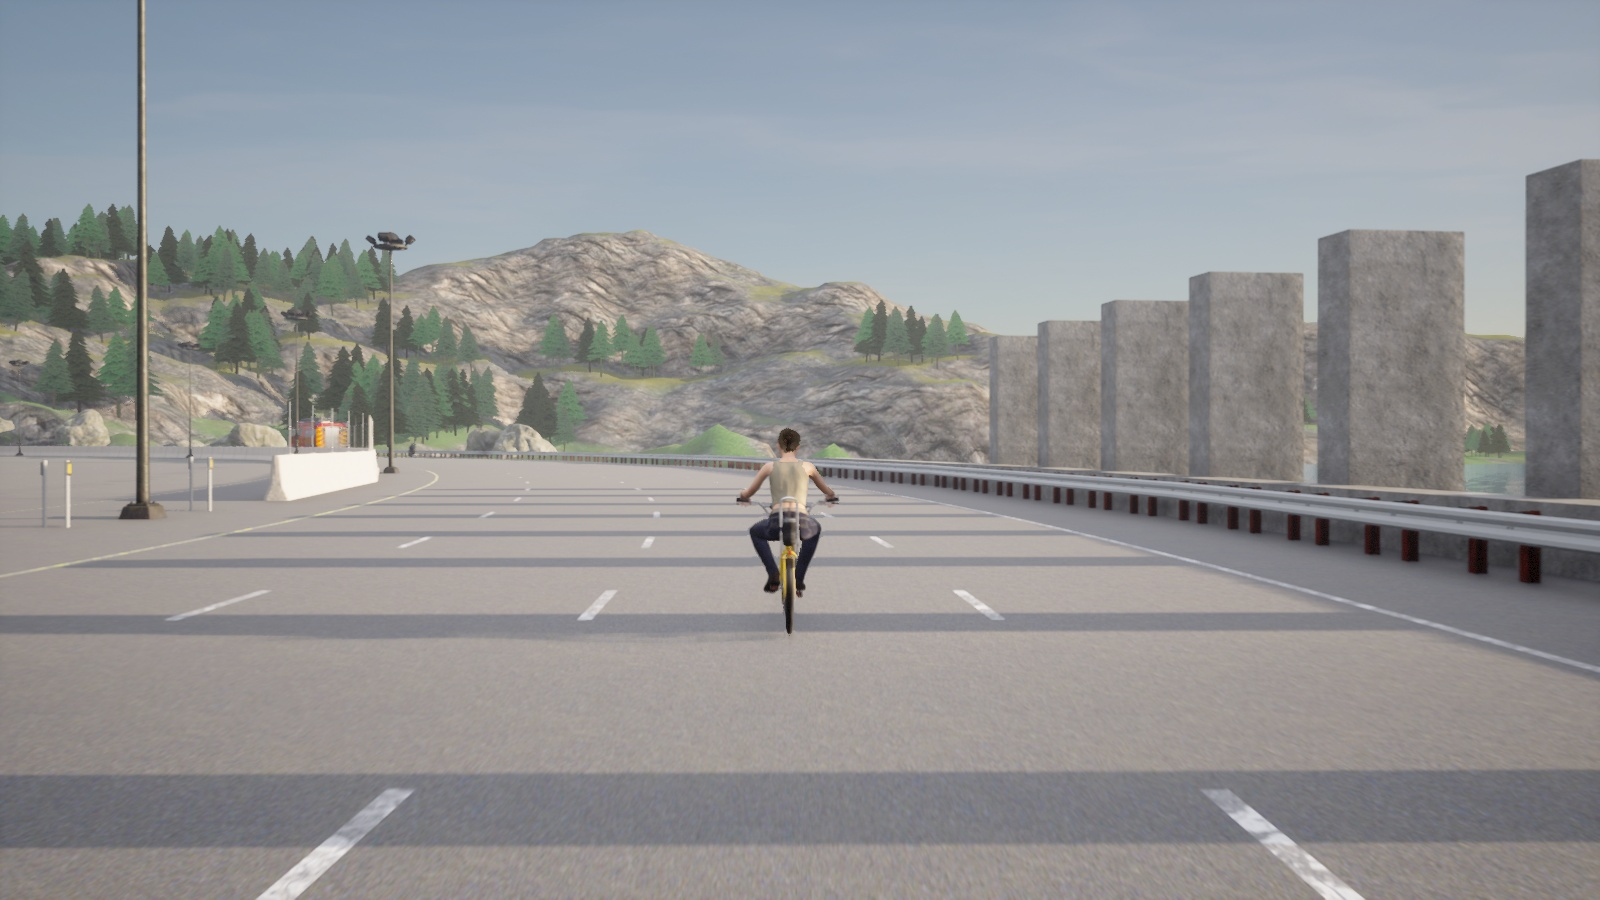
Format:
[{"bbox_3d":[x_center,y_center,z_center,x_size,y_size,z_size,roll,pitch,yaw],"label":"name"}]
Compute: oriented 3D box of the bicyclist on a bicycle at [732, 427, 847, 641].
[{"bbox_3d":[-0.099,0.626,10.200,0.866,1.612,1.509,0,0,-2],"label":"bicyclist on a bicycle"}]
